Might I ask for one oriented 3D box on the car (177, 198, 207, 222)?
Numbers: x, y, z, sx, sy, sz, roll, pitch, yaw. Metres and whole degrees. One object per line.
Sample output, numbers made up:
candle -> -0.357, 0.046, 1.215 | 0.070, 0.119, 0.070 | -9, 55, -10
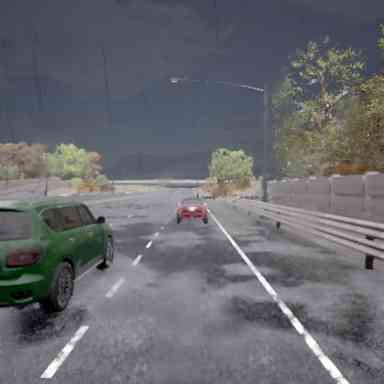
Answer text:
car -> 0.004, 1.190, 24.363 | 2.097, 1.767, 4.553 | 0, 0, 0

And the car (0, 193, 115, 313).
car -> -3.401, 1.167, 7.658 | 2.150, 2.045, 5.566 | 0, 0, 0

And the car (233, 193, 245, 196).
car -> 12.071, 1.355, 85.093 | 2.150, 2.045, 5.566 | 0, 0, 26
